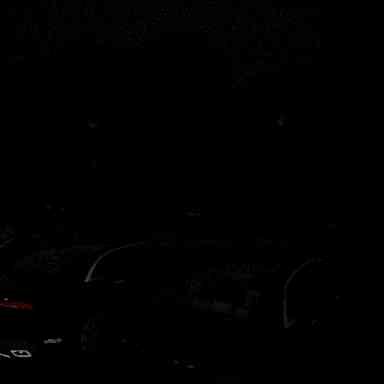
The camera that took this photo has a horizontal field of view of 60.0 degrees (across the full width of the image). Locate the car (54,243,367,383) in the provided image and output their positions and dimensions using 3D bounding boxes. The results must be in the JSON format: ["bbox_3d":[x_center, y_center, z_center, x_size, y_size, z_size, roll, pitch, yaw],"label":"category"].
[{"bbox_3d":[1.035,1.496,4.523,2.231,1.521,4.892,-1,0,35],"label":"car"}]

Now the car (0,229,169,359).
[{"bbox_3d":[-1.209,1.522,6.123,2.231,1.521,4.892,-1,0,35],"label":"car"}]

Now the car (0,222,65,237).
[{"bbox_3d":[-3.453,1.549,7.724,2.231,1.521,4.892,-1,0,35],"label":"car"}]
